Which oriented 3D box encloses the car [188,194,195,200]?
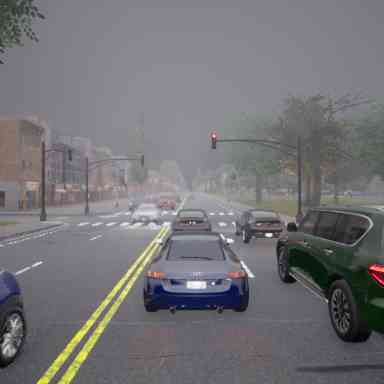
[{"bbox_3d":[-0.179,1.305,84.357,2.128,1.511,4.902,0,0,0],"label":"car"}]

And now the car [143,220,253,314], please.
[{"bbox_3d":[0.064,1.583,7.746,1.994,1.385,4.181,0,0,0],"label":"car"}]

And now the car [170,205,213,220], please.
[{"bbox_3d":[0.006,1.582,16.633,1.837,1.490,4.892,0,0,1],"label":"car"}]

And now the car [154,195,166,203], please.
[{"bbox_3d":[-6.646,1.458,68.974,2.033,1.411,5.357,0,1,0],"label":"car"}]

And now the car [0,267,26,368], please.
[{"bbox_3d":[-3.352,1.352,2.706,2.097,1.767,4.553,0,0,0],"label":"car"}]

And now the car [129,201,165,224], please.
[{"bbox_3d":[-3.404,1.650,25.821,1.812,1.442,4.674,0,0,0],"label":"car"}]

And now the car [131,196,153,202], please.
[{"bbox_3d":[-6.688,1.470,42.600,2.097,1.767,4.553,0,0,0],"label":"car"}]

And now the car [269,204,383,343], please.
[{"bbox_3d":[3.313,1.235,6.600,2.150,2.045,5.566,0,0,0],"label":"car"}]

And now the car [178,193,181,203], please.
[{"bbox_3d":[-3.419,1.155,66.795,2.150,2.045,5.566,0,0,0],"label":"car"}]

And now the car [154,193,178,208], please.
[{"bbox_3d":[-3.449,1.324,44.897,2.150,2.045,5.566,0,1,0],"label":"car"}]

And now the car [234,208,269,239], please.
[{"bbox_3d":[3.260,1.581,16.462,1.837,1.490,4.892,0,0,0],"label":"car"}]
